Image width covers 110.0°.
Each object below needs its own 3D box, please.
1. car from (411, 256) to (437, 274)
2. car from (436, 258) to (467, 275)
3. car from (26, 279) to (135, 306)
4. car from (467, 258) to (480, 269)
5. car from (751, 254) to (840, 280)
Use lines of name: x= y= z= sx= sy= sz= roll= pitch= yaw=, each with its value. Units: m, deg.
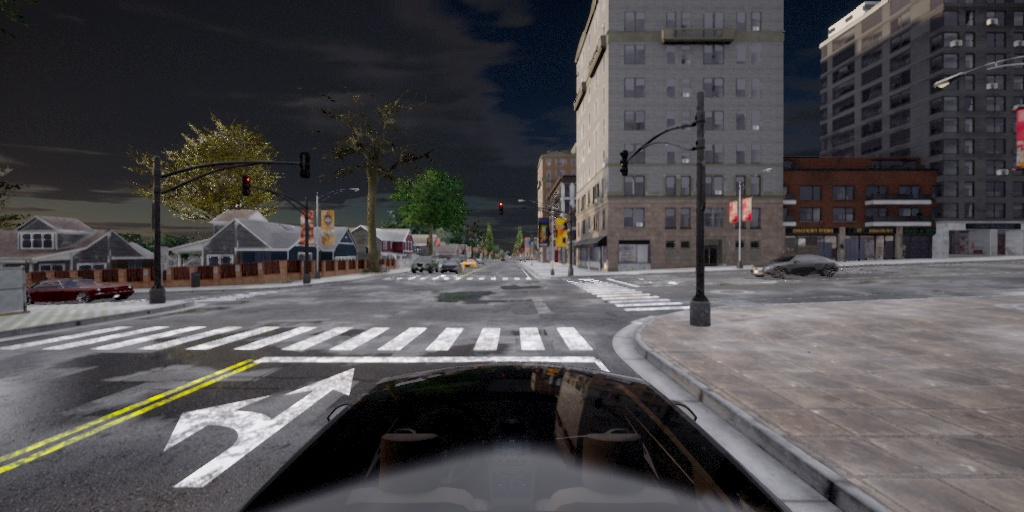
car: x=-9.887 y=0.973 z=41.170 sx=2.150 sy=2.045 sz=5.566 roll=0 pitch=0 yaw=0
car: x=-6.640 y=1.297 z=39.845 sx=2.033 sy=1.411 sz=5.357 roll=0 pitch=0 yaw=0
car: x=-22.656 y=1.831 z=18.545 sx=4.718 sy=1.301 sz=1.895 roll=-2 pitch=0 yaw=0
car: x=-6.644 y=1.253 z=56.293 sx=1.882 sy=1.535 sz=5.008 roll=0 pitch=0 yaw=0
car: x=17.240 y=0.616 z=21.916 sx=4.674 sy=1.442 sz=1.812 roll=-2 pitch=0 yaw=0
